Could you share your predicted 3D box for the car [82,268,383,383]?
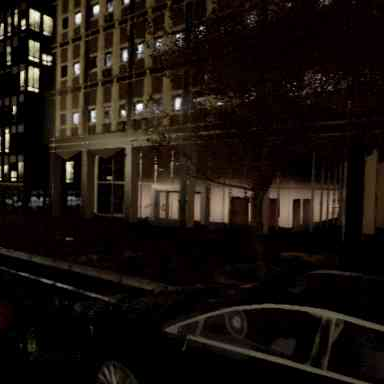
[{"bbox_3d":[1.043,1.483,2.940,4.902,1.511,2.128,1,0,36],"label":"car"}]
